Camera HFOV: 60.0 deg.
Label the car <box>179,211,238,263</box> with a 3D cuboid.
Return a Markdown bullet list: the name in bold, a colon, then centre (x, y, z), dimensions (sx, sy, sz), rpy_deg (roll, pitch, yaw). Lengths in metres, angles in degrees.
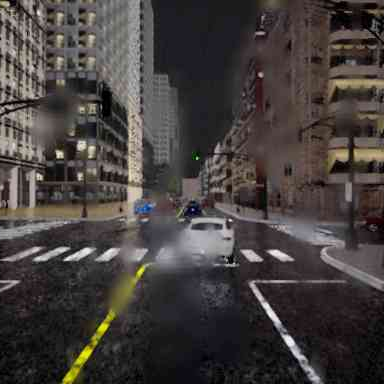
- **car**: centre (0.700, 1.649, 12.456), dimensions (1.812, 1.442, 4.674), rpy_deg (0, -1, 8)

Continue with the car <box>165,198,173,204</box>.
- **car**: centre (-5.706, 2.282, 82.929), dimensions (1.752, 1.417, 4.829), rpy_deg (0, -1, 0)

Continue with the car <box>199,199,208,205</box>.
- **car**: centre (2.676, 2.256, 77.550), dimensions (2.008, 1.369, 4.403), rpy_deg (0, -1, 0)

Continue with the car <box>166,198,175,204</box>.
- **car**: centre (-5.706, 2.363, 88.650), dimensions (2.008, 1.369, 4.403), rpy_deg (0, -1, 0)

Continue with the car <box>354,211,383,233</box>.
- **car**: centre (13.492, 2.014, 22.857), dimensions (4.674, 1.442, 1.812), rpy_deg (1, 0, 0)

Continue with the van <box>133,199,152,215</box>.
- **van**: centre (-5.698, 1.685, 38.696), dimensions (1.690, 1.788, 3.998), rpy_deg (0, -1, 0)

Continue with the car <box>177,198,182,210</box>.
- **car**: centre (-3.073, 1.962, 52.364), dimensions (2.128, 1.511, 4.902), rpy_deg (0, -1, 0)

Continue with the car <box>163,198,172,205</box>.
- **car**: centre (-5.705, 2.146, 77.549), dimensions (1.967, 1.590, 4.097), rpy_deg (0, -1, 0)

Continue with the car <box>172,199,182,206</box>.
- **car**: centre (-3.011, 2.117, 68.422), dimensions (1.837, 1.490, 4.892), rpy_deg (0, -1, 0)

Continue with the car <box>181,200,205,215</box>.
- **car**: centre (0.098, 1.896, 37.424), dimensions (1.994, 1.385, 4.181), rpy_deg (0, -1, 0)

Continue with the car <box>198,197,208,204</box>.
- **car**: centre (2.674, 2.074, 83.103), dimensions (2.192, 1.841, 5.009), rpy_deg (0, -1, 0)

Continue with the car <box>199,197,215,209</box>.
- **car**: centre (2.679, 1.813, 55.351), dimensions (2.192, 1.841, 5.009), rpy_deg (0, -1, 0)

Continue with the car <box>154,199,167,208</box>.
- **car**: centre (-5.702, 2.073, 60.727), dimensions (1.752, 1.417, 4.829), rpy_deg (0, -1, 0)

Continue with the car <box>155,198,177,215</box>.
- **car**: centre (-3.096, 1.816, 38.086), dimensions (1.882, 1.535, 5.008), rpy_deg (0, 0, 0)
